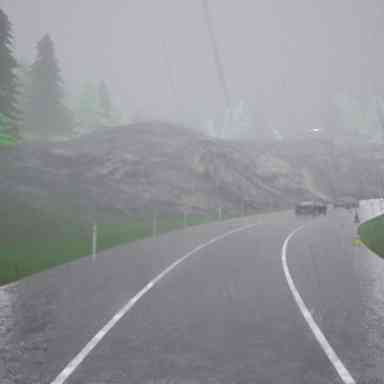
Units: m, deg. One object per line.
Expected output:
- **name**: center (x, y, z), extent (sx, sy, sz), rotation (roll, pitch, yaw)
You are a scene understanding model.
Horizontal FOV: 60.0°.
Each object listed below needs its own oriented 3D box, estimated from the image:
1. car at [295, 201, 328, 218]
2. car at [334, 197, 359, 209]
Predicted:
- **car**: center (11.805, 1.595, 32.748), extent (1.882, 1.535, 5.008), rotation (0, 1, 38)
- **car**: center (19.604, 1.345, 42.187), extent (2.128, 1.511, 4.902), rotation (0, 2, 43)
